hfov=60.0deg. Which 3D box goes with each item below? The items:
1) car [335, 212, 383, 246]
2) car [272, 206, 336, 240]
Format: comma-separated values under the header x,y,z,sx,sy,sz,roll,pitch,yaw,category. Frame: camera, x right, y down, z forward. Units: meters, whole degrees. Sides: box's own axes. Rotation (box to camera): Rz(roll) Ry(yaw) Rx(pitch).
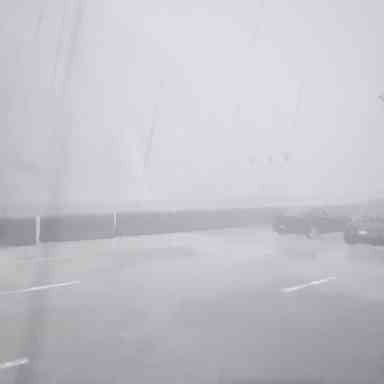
x,y,z,sx,sy,sz,roll,pitch,yaw,category
8.266,1.527,14.064,4.181,1.385,1.994,-1,0,-35,car
6.233,1.439,16.913,5.008,1.535,1.882,-1,0,-35,car
